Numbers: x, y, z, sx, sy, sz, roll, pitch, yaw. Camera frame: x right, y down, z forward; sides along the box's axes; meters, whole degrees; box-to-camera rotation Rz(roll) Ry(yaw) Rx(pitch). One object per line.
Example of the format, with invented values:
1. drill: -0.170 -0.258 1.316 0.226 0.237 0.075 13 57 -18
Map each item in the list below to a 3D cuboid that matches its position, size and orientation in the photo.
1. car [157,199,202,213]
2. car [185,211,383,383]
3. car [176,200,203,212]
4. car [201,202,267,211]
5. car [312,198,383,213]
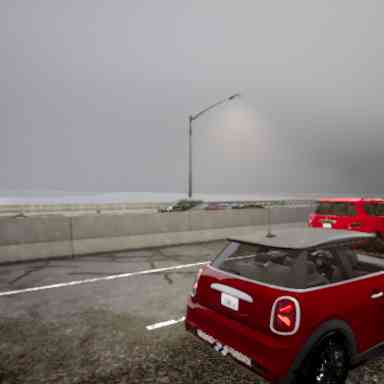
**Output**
1. car: -0.773 1.386 29.162 4.553 1.767 2.097 0 0 -35
2. car: 2.192 1.362 5.298 4.553 1.767 2.097 0 0 -35
3. car: 1.214 1.598 26.281 4.181 1.385 1.994 0 0 -35
4. car: 3.332 1.540 23.493 4.892 1.490 1.837 0 0 -35
5. car: 6.768 1.250 12.828 5.566 2.045 2.150 0 0 -35
